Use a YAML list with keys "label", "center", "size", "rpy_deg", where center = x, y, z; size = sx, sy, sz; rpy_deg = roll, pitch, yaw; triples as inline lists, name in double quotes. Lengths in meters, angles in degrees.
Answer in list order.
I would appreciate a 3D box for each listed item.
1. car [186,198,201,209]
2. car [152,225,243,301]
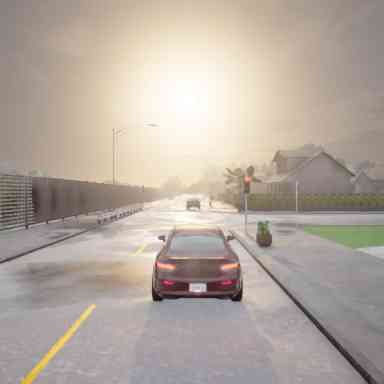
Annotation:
- label: "car"
  center: [0.186, 1.505, 44.106]
  size: [1.837, 1.490, 4.892]
  rpy_deg: [0, 0, 0]
- label: "car"
  center: [0.109, 1.526, 8.177]
  size: [1.812, 1.442, 4.674]
  rpy_deg: [0, 0, 0]
